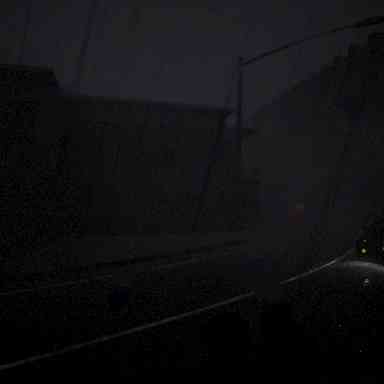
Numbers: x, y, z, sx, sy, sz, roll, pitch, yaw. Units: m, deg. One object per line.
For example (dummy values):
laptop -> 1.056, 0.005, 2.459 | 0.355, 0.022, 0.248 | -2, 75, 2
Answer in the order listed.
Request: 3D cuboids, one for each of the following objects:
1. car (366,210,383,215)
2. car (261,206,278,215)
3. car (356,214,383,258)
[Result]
car -> 19.024, 2.559, 33.503 | 2.033, 1.411, 5.357 | 1, -2, 4
car -> 12.778, 3.106, 55.738 | 1.994, 1.385, 4.181 | 2, -2, -13
car -> 7.646, 1.772, 12.768 | 1.994, 1.385, 4.181 | 1, -1, 34
